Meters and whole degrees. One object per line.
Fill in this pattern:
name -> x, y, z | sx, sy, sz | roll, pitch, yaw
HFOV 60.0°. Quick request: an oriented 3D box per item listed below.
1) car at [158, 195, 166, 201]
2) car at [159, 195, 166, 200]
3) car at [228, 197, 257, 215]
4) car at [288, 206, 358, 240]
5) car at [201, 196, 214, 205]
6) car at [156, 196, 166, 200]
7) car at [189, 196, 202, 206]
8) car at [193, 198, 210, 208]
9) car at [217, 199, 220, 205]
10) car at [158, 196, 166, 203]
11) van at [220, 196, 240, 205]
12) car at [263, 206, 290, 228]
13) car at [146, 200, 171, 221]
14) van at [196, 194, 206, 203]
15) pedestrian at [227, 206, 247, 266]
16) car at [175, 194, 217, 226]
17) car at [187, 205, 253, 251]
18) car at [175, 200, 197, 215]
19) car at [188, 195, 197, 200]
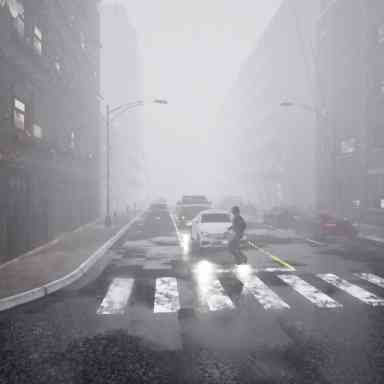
car -> -7.819, 1.578, 87.482 | 1.947, 1.339, 4.313 | 0, 0, -5
car -> -8.284, 1.560, 92.986 | 1.887, 1.381, 4.507 | 0, 0, -5
car -> 5.183, 1.540, 33.137 | 1.887, 1.381, 4.507 | 0, 0, -5
car -> 6.579, 1.578, 16.626 | 1.802, 1.307, 4.206 | 0, 0, -5
car -> 2.843, 1.526, 60.825 | 1.752, 1.417, 4.829 | 0, 0, -5
car -> -4.099, 1.540, 43.452 | 1.887, 1.381, 4.507 | 0, 0, -5
car -> 0.509, 1.504, 57.707 | 1.837, 1.490, 4.892 | 0, 0, -5
car -> 1.343, 1.598, 47.923 | 1.895, 1.301, 4.718 | 0, 0, -5
car -> 4.253, 1.563, 44.145 | 1.947, 1.339, 4.313 | 0, 0, -5
car -> -6.410, 1.529, 70.802 | 1.752, 1.417, 4.829 | 0, 0, -5
van -> 4.717, 1.337, 38.641 | 1.690, 1.788, 3.998 | 0, 0, -5
car -> 6.114, 1.562, 22.130 | 1.947, 1.339, 4.313 | 0, 0, -5
car -> -2.704, 1.560, 26.940 | 1.947, 1.339, 4.313 | 0, 0, -5
van -> 1.926, 1.346, 71.664 | 1.690, 1.788, 3.998 | -1, 0, -5
pedestrian -> 1.358, 1.291, 10.082 | 0.375, 1.860, 0.375 | 0, 1, -5
car -> 0.137, 1.216, 24.091 | 2.150, 2.045, 5.566 | 0, 0, -5
car -> 0.984, 1.522, 14.238 | 1.812, 1.442, 4.674 | 0, 0, -5
car -> -0.690, 1.559, 34.095 | 1.994, 1.385, 4.181 | 0, 0, -5
car -> 0.068, 1.568, 93.679 | 2.008, 1.369, 4.403 | -1, 0, -5
